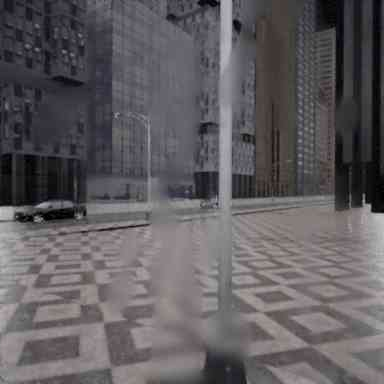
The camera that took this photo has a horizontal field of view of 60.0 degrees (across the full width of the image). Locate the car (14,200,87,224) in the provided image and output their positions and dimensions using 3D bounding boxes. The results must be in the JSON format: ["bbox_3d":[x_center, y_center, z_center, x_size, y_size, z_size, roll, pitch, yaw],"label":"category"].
[{"bbox_3d":[-9.823,1.321,23.474,1.882,1.535,5.008,0,0,36],"label":"car"}]

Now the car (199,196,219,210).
[{"bbox_3d":[2.799,1.323,40.728,1.837,1.490,4.892,0,0,36],"label":"car"}]
